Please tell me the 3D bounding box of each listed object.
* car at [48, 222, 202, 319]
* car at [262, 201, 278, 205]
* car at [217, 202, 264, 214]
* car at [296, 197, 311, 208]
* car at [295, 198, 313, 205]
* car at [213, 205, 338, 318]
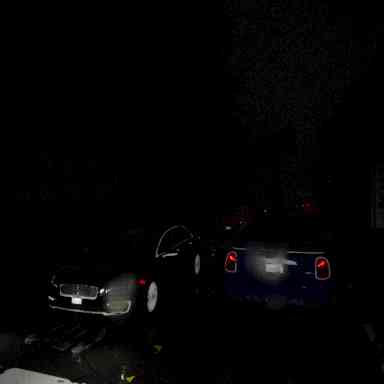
[{"bbox_3d":[-1.133,1.510,7.696,1.837,1.490,4.892,0,0,18],"label":"car"},{"bbox_3d":[7.276,1.556,31.907,1.994,1.385,4.181,0,0,19],"label":"car"},{"bbox_3d":[2.569,1.489,18.464,1.882,1.535,5.008,0,0,19],"label":"car"},{"bbox_3d":[15.669,1.470,46.629,1.994,1.385,4.181,0,0,19],"label":"car"},{"bbox_3d":[12.610,1.511,37.688,2.033,1.411,5.357,0,0,20],"label":"car"},{"bbox_3d":[2.141,1.357,7.823,2.097,1.767,4.553,0,0,19],"label":"car"}]
